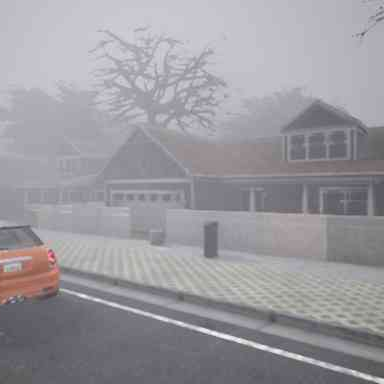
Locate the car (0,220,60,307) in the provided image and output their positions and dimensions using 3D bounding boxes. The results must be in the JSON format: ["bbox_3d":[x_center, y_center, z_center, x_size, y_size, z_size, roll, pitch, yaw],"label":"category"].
[{"bbox_3d":[-4.936,1.377,7.199,4.553,1.767,2.097,0,0,35],"label":"car"}]
